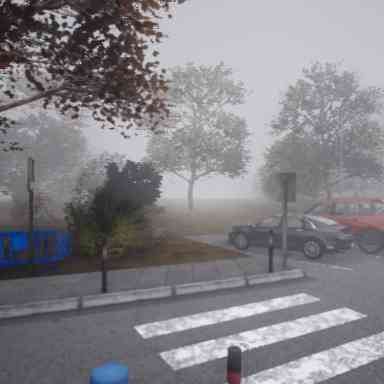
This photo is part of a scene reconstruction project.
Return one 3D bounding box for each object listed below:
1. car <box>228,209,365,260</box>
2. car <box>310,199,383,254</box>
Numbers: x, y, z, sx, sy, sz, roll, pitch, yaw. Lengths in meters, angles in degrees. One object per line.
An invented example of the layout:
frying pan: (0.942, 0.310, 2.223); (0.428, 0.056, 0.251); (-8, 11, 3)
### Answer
car: (3.651, 1.561, 12.912); (4.892, 1.521, 2.231); (-1, -1, 42)
car: (6.257, 1.337, 14.321); (5.566, 2.045, 2.435); (-1, -1, 42)
